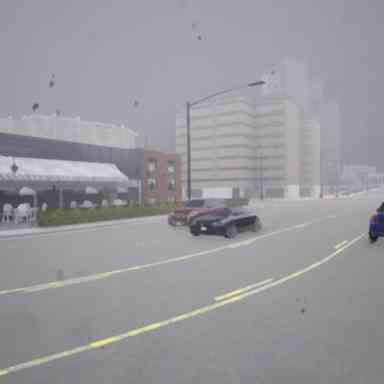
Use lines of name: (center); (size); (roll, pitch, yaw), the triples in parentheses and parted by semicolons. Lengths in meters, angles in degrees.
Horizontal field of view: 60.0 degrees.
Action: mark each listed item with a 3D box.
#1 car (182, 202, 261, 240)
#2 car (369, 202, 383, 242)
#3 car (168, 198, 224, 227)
car: (1.721, 1.405, 16.301); (1.994, 1.385, 4.181); (0, 1, 37)
car: (9.072, 1.099, 14.250); (2.097, 1.767, 4.553); (-1, 0, 37)
car: (0.545, 1.175, 20.571); (2.097, 1.767, 4.553); (-1, 1, 36)
